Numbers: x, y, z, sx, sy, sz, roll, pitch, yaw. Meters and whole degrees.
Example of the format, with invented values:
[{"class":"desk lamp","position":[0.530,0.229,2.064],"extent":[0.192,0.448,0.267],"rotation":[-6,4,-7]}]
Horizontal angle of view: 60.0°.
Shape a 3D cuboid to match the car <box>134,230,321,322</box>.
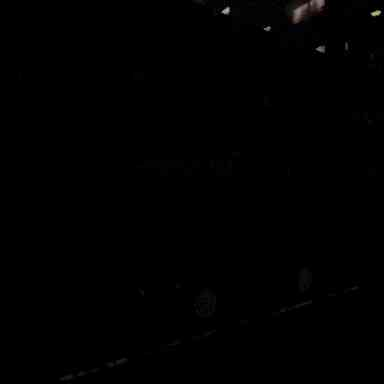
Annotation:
[{"class":"car","position":[0.942,1.556,7.243],"extent":[4.507,1.381,1.887],"rotation":[0,-1,-35]}]
